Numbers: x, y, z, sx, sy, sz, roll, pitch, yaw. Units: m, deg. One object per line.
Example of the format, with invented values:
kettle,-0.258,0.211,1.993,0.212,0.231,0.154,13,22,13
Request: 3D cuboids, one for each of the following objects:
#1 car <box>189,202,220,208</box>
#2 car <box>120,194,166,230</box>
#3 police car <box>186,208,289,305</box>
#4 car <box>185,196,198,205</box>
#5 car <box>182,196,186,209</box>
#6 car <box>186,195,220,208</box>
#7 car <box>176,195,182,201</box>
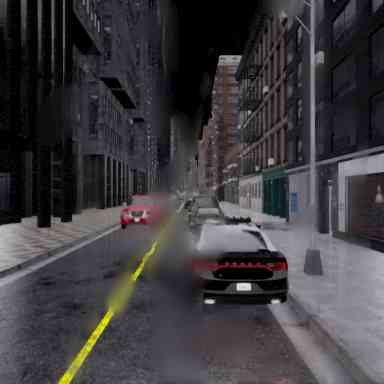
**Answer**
car,0.872,1.509,18.196,1.837,1.490,4.892,0,0,0
car,-3.133,1.226,21.686,2.150,2.045,5.566,0,0,0
police car,0.887,1.427,8.305,1.930,1.638,5.238,0,0,0
car,-0.089,1.508,60.039,2.128,1.511,4.902,0,0,0
car,-0.058,1.518,45.735,1.837,1.490,4.892,0,0,0
car,0.864,1.231,24.226,2.150,2.045,5.566,0,0,0
car,-3.128,1.585,87.628,1.994,1.385,4.181,0,0,0
